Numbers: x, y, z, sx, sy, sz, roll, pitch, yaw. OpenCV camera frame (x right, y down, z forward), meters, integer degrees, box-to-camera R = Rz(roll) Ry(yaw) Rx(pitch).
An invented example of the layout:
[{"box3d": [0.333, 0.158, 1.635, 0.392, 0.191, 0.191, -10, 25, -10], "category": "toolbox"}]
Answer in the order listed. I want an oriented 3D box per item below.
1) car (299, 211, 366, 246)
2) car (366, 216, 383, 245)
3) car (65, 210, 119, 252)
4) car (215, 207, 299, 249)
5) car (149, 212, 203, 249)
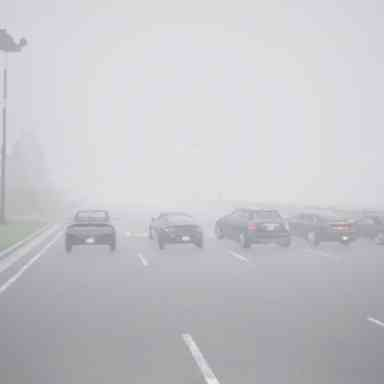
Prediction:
[{"box3d": [5.994, 1.719, 16.671, 1.837, 1.490, 4.892, 1, 0, -14], "category": "car"}, {"box3d": [9.425, 1.880, 17.358, 1.895, 1.301, 4.718, 1, 0, -15], "category": "car"}, {"box3d": [-4.156, 1.499, 13.990, 2.128, 1.511, 4.902, 1, 0, -14], "category": "car"}, {"box3d": [2.666, 1.493, 15.563, 2.097, 1.767, 4.553, 1, -1, -15], "category": "car"}, {"box3d": [-0.796, 1.601, 14.978, 1.812, 1.442, 4.674, 1, 0, -14], "category": "car"}]
